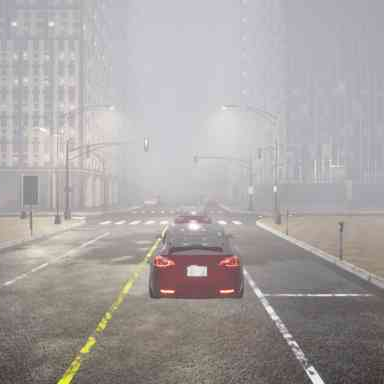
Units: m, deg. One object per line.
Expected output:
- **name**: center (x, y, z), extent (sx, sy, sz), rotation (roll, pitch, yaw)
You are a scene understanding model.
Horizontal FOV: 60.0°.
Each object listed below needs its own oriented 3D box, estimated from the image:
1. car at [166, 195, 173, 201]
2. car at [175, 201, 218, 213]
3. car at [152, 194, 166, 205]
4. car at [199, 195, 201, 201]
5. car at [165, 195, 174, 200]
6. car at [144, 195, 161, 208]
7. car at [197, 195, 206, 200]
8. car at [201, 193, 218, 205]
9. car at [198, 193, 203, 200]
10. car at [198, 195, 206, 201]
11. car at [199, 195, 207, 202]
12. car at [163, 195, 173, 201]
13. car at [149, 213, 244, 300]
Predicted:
- **car**: center (-5.868, 1.435, 76.577), extent (1.887, 1.381, 4.507), rotation (0, 0, 0)
- **car**: center (0.048, 1.496, 18.452), extent (2.163, 1.488, 4.792), rotation (0, 0, 0)
- **car**: center (-5.913, 1.261, 53.875), extent (2.192, 1.841, 5.009), rotation (0, 0, 0)
- **car**: center (2.665, 1.497, 53.895), extent (2.008, 1.369, 4.403), rotation (0, 0, 0)
- **car**: center (-5.894, 1.407, 87.928), extent (2.008, 1.369, 4.403), rotation (0, 0, 0)
- **car**: center (-5.930, 1.483, 48.027), extent (1.752, 1.417, 4.829), rotation (0, 0, 0)
- **car**: center (2.486, 1.407, 87.940), extent (2.008, 1.369, 4.403), rotation (0, 0, 0)
- **car**: center (2.710, 1.398, 48.216), extent (1.967, 1.590, 4.097), rotation (0, 0, 0)
- **car**: center (2.528, 1.220, 70.917), extent (2.192, 1.841, 5.009), rotation (0, 0, 0)
- **car**: center (2.500, 1.419, 82.266), extent (1.887, 1.381, 4.507), rotation (0, 0, 0)
- **car**: center (2.513, 1.415, 76.762), extent (1.752, 1.417, 4.829), rotation (0, 0, 0)
- **car**: center (-5.881, 1.425, 82.252), extent (2.008, 1.369, 4.403), rotation (0, 0, 0)
- **car**: center (0.079, 1.502, 8.457), extent (2.163, 1.488, 4.792), rotation (0, 0, 0)
